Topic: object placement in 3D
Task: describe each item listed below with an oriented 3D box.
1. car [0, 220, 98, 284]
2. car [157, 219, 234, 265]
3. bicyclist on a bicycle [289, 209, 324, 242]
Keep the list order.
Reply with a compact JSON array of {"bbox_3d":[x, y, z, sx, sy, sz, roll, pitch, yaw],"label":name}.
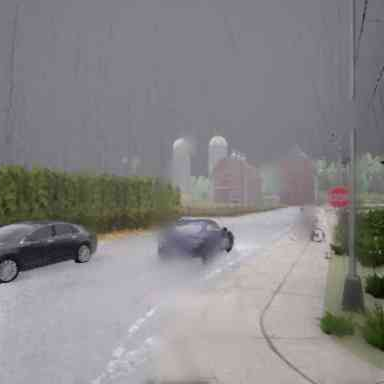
[{"bbox_3d":[-5.016,1.669,10.346,1.837,1.490,4.892,0,-1,23],"label":"car"},{"bbox_3d":[0.266,1.768,12.798,1.812,1.442,4.674,0,-1,21],"label":"car"},{"bbox_3d":[5.606,1.639,16.247,1.656,1.620,0.582,0,-1,9],"label":"bicyclist on a bicycle"}]
